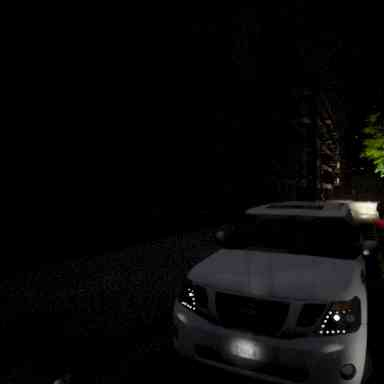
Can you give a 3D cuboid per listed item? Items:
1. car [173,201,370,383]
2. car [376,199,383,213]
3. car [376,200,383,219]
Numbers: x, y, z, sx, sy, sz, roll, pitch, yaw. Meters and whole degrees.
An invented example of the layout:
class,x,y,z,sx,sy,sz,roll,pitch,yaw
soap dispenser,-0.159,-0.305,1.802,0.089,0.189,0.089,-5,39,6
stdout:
class,x,y,z,sx,sy,sz,roll,pitch,yaw
car,1.819,1.223,5.763,2.150,2.045,5.566,0,0,28
car,22.264,1.599,38.067,1.994,1.385,4.181,0,0,27
car,17.583,1.378,29.142,2.097,1.767,4.553,0,0,28
